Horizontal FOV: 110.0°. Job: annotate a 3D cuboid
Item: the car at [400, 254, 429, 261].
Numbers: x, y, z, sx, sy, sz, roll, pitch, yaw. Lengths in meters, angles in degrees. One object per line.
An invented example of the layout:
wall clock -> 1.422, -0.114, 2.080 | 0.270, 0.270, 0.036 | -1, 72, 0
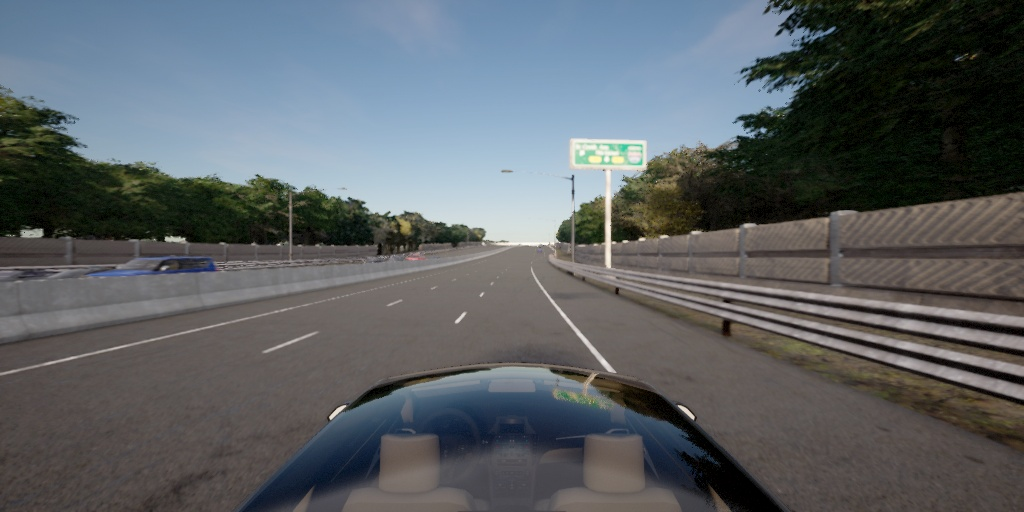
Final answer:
car -> -16.104, 0.665, 59.760 | 2.150, 2.045, 5.566 | 0, 1, 3

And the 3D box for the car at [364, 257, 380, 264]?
car -> -23.087, 0.937, 60.197 | 1.837, 1.490, 4.892 | 0, 1, 3

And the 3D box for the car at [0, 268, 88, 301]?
car -> -24.476, 1.366, 17.740 | 1.994, 1.385, 4.181 | 0, 0, 1

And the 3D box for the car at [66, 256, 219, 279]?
car -> -17.482, 1.030, 17.788 | 2.150, 2.045, 5.566 | 0, 0, 1

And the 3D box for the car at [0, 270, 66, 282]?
car -> -20.977, 1.311, 17.774 | 1.837, 1.490, 4.892 | 0, 0, 1

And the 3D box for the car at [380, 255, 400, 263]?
car -> -19.597, 0.933, 60.006 | 2.128, 1.511, 4.902 | 0, 1, 3
